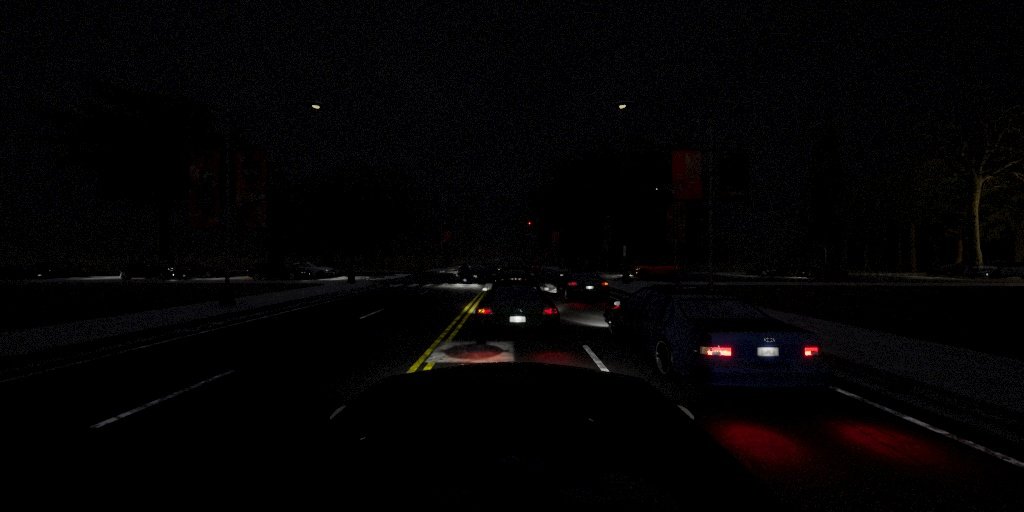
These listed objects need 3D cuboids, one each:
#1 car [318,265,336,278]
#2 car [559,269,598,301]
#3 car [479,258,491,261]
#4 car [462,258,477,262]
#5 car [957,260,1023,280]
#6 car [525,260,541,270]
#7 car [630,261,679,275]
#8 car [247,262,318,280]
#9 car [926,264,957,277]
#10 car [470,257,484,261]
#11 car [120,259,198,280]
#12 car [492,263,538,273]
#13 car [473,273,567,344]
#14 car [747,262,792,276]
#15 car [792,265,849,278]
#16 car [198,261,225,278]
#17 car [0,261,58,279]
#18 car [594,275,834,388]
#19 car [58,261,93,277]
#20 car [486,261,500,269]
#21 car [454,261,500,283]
[{"bbox_3d":[-18.923,1.288,33.396,4.674,1.442,1.812,0,0,-1],"label":"car"},{"bbox_3d":[3.358,1.340,17.553,1.994,1.385,4.181,0,0,0],"label":"car"},{"bbox_3d":[-3.313,1.406,52.753,2.128,1.511,4.902,0,0,0],"label":"car"},{"bbox_3d":[-6.565,1.417,52.201,1.837,1.490,4.892,0,0,0],"label":"car"},{"bbox_3d":[50.651,1.469,37.254,5.566,2.045,2.150,1,0,0],"label":"car"},{"bbox_3d":[3.451,1.440,56.690,1.837,1.490,4.892,0,0,-1],"label":"car"},{"bbox_3d":[14.622,1.268,37.063,4.553,1.767,2.097,0,0,-1],"label":"car"},{"bbox_3d":[-19.446,1.259,30.139,4.892,1.490,1.837,0,0,-1],"label":"car"},{"bbox_3d":[49.912,1.619,40.505,5.008,1.535,1.882,1,0,0],"label":"car"},{"bbox_3d":[-6.550,1.193,62.051,2.150,2.045,5.566,0,0,0],"label":"car"},{"bbox_3d":[-29.738,1.070,30.043,4.553,1.767,2.097,0,0,-1],"label":"car"},{"bbox_3d":[0.099,1.284,18.565,1.837,1.490,4.892,0,0,0],"label":"car"},{"bbox_3d":[0.107,1.321,9.659,1.994,1.385,4.181,0,0,0],"label":"car"},{"bbox_3d":[29.263,1.495,40.438,4.892,1.490,1.837,-1,0,0],"label":"car"},{"bbox_3d":[32.223,1.571,37.207,4.181,1.385,1.994,0,0,0],"label":"car"},{"bbox_3d":[-29.118,1.203,33.297,5.008,1.535,1.882,0,0,-1],"label":"car"},{"bbox_3d":[-41.669,1.283,29.939,4.718,1.301,1.895,0,0,0],"label":"car"},{"bbox_3d":[3.352,1.302,7.207,2.033,1.411,5.357,0,0,0],"label":"car"},{"bbox_3d":[-41.887,1.179,33.190,4.902,1.511,2.128,0,0,0],"label":"car"},{"bbox_3d":[-3.290,1.523,62.504,2.033,1.411,5.357,0,0,1],"label":"car"},{"bbox_3d":[-2.619,1.354,28.202,2.033,1.411,5.357,0,0,17],"label":"car"}]
